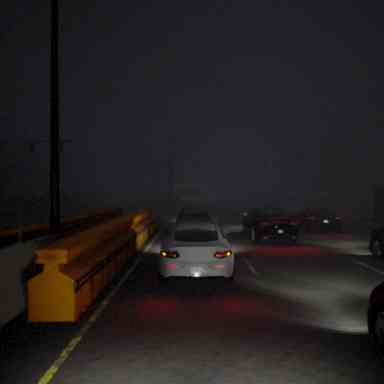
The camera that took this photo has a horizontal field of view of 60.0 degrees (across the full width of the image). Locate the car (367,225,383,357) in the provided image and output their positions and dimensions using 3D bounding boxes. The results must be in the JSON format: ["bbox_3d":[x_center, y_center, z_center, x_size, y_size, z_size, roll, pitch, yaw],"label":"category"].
[{"bbox_3d":[3.601,1.345,2.973,2.097,1.767,4.553,0,0,-1],"label":"car"}]

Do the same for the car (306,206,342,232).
[{"bbox_3d":[7.097,1.526,19.610,1.994,1.385,4.181,0,0,0],"label":"car"}]

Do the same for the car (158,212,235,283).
[{"bbox_3d":[0.099,1.507,9.444,1.812,1.442,4.674,0,0,0],"label":"car"}]

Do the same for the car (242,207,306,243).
[{"bbox_3d":[3.598,1.446,15.996,1.882,1.535,5.008,0,0,0],"label":"car"}]

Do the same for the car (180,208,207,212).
[{"bbox_3d":[0.098,1.562,19.725,1.895,1.301,4.718,0,0,0],"label":"car"}]
